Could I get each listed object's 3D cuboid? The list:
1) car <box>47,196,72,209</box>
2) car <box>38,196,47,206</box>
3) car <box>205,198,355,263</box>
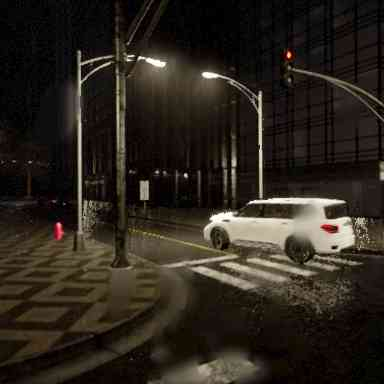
[{"bbox_3d":[-16.819,1.433,42.619,1.994,1.385,4.181,0,0,-33],"label":"car"},{"bbox_3d":[-22.086,1.303,50.475,1.882,1.535,5.008,0,0,-34],"label":"car"},{"bbox_3d":[3.032,1.255,12.448,5.566,2.045,2.150,0,2,44],"label":"car"}]
